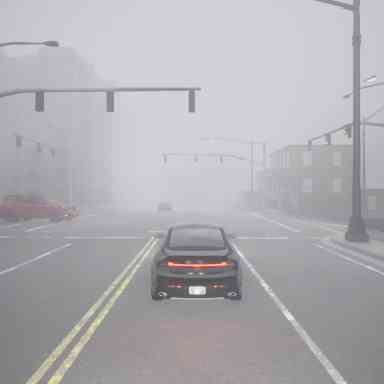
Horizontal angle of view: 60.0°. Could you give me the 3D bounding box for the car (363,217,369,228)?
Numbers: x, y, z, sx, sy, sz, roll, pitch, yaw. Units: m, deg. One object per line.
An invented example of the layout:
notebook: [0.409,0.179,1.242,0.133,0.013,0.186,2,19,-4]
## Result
car: [16.047,2.655,28.228,4.181,1.385,1.994,8,0,0]

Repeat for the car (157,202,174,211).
car: [-3.633,2.066,45.578,1.837,1.490,4.892,0,-5,0]

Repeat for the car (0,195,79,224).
car: [-11.264,1.218,24.608,5.566,2.045,2.150,0,0,6]

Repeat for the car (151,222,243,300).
car: [0.094,1.505,8.342,1.837,1.490,4.892,0,0,0]

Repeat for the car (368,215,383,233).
car: [16.013,2.602,24.510,4.674,1.442,1.812,9,0,1]

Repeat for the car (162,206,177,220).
car: [-3.631,3.522,54.984,2.128,1.511,4.902,0,-12,0]
